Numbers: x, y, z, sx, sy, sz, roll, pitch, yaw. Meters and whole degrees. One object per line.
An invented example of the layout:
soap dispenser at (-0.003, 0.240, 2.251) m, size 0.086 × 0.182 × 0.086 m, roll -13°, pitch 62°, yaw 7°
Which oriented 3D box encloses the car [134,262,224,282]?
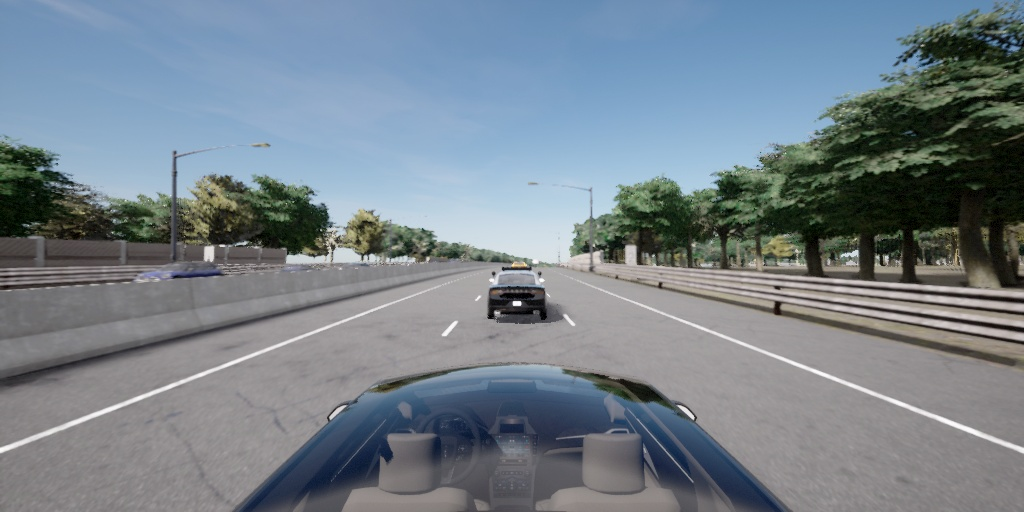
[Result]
car at (-20.884, 1.176, 22.709) m, size 2.097 × 1.767 × 4.553 m, roll 0°, pitch 0°, yaw 1°

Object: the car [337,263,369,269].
car at (-13.698, 1.387, 31.012) m, size 1.837 × 1.490 × 4.892 m, roll 0°, pitch -1°, yaw 2°

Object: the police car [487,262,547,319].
police car at (0.175, 1.200, 13.097) m, size 1.930 × 1.638 × 5.238 m, roll 0°, pitch 0°, yaw 1°

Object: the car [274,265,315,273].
car at (-17.255, 1.430, 28.702) m, size 1.994 × 1.385 × 4.181 m, roll 0°, pitch -1°, yaw 1°
